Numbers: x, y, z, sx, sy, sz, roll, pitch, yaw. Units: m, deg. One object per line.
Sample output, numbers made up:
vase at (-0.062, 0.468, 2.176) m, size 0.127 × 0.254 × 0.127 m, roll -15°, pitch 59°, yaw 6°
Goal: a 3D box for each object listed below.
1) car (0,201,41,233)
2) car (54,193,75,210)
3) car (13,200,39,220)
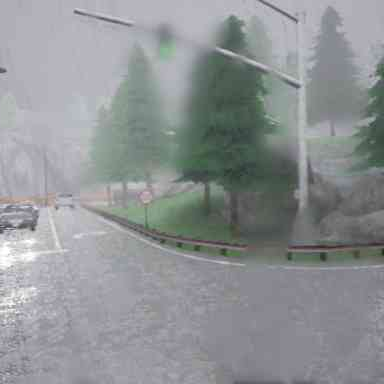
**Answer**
car at (-10.290, 1.478, 19.839) m, size 2.128 × 1.511 × 4.902 m, roll -1°, pitch 1°, yaw -24°
car at (-15.965, 1.091, 41.616) m, size 2.150 × 2.045 × 5.566 m, roll -1°, pitch 1°, yaw -24°
car at (-14.392, 1.494, 29.070) m, size 1.812 × 1.442 × 4.674 m, roll -1°, pitch 1°, yaw -24°
